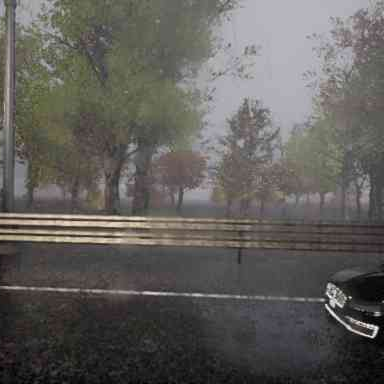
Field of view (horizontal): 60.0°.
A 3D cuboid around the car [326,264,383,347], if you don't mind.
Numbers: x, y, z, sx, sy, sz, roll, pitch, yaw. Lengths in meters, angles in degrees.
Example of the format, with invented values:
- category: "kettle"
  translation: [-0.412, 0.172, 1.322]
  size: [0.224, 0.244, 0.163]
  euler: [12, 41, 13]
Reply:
- category: "car"
  translation: [4.644, 1.538, 5.066]
  size: [4.892, 1.490, 1.837]
  euler: [1, 0, 4]
